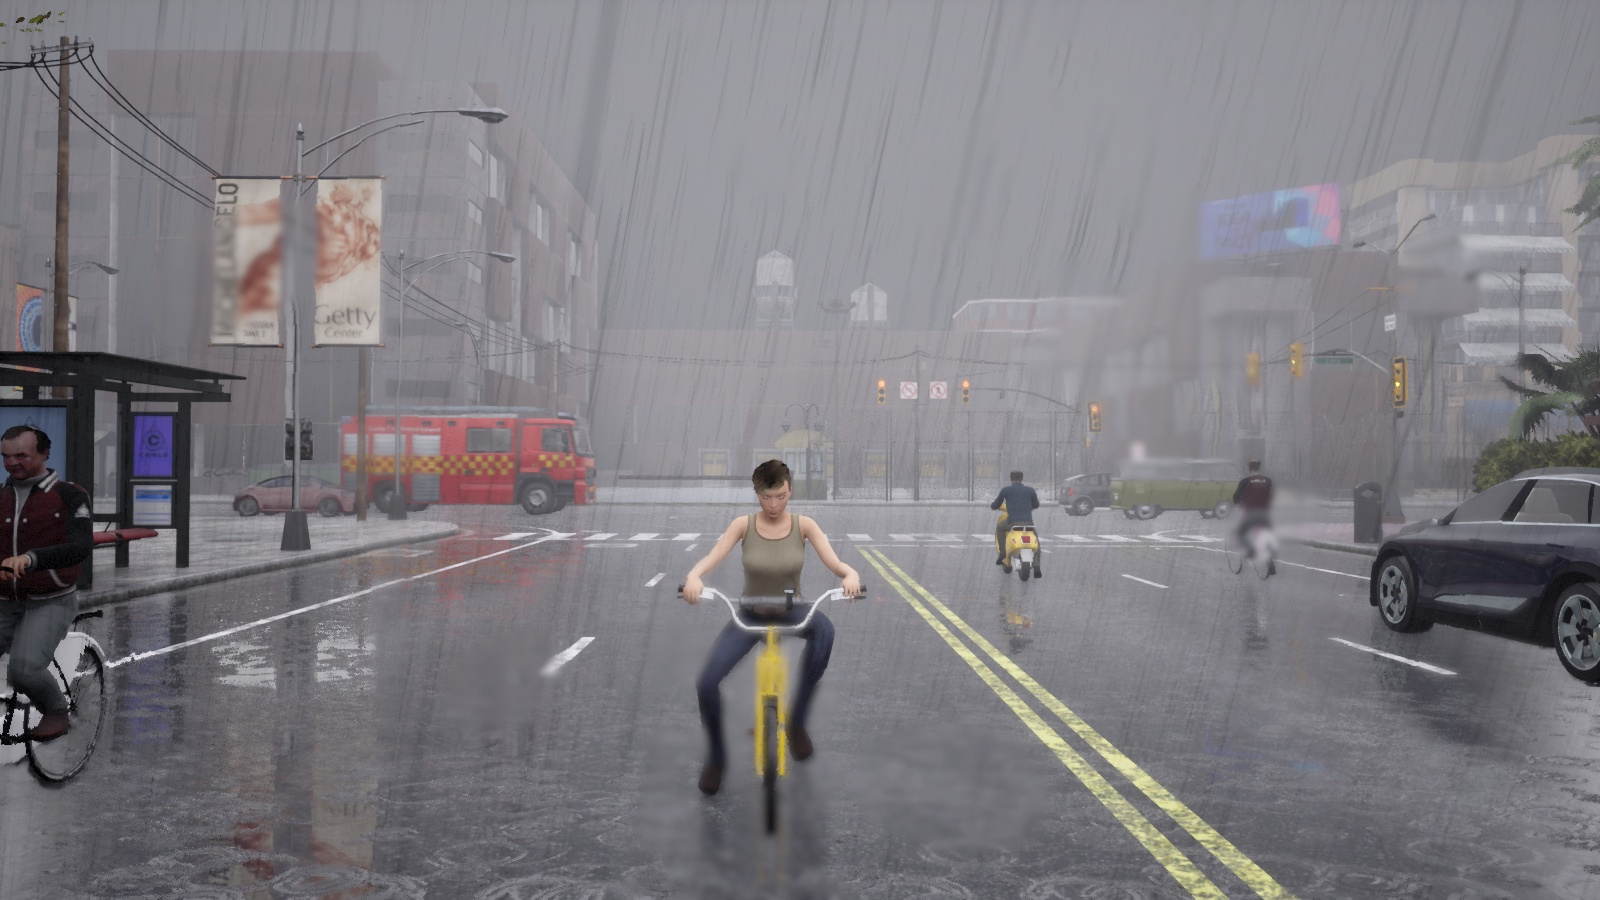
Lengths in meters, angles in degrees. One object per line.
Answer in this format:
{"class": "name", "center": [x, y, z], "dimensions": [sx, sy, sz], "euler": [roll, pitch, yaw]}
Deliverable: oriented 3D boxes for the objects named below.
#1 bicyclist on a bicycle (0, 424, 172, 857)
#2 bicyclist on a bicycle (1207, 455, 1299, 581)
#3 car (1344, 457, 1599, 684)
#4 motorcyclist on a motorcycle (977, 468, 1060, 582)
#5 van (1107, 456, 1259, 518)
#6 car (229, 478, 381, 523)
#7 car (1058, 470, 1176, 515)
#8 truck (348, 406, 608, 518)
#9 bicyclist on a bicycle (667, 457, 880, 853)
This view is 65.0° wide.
{"class": "bicyclist on a bicycle", "center": [-3.621, 0.795, 5.670], "dimensions": [0.659, 1.776, 1.843], "euler": [0, -1, -1]}
{"class": "bicyclist on a bicycle", "center": [6.694, 0.971, 18.659], "dimensions": [0.659, 1.776, 1.843], "euler": [0, -1, -1]}
{"class": "car", "center": [6.807, 0.900, 10.864], "dimensions": [2.033, 1.649, 4.856], "euler": [0, -1, -1]}
{"class": "motorcyclist on a motorcycle", "center": [3.196, 1.066, 18.522], "dimensions": [0.866, 1.590, 1.817], "euler": [0, -1, -1]}
{"class": "van", "center": [12.508, 1.207, 41.175], "dimensions": [4.442, 1.987, 1.775], "euler": [0, -1, 0]}
{"class": "car", "center": [-16.106, 1.630, 40.991], "dimensions": [4.181, 1.385, 1.994], "euler": [0, -1, 1]}
{"class": "car", "center": [11.233, 1.496, 44.666], "dimensions": [3.705, 1.549, 1.789], "euler": [0, -1, 0]}
{"class": "truck", "center": [-11.279, 0.442, 44.564], "dimensions": [8.468, 3.827, 2.891], "euler": [0, -1, 0]}
{"class": "bicyclist on a bicycle", "center": [-0.120, 0.850, 5.896], "dimensions": [0.866, 1.612, 1.509], "euler": [0, -1, -1]}
